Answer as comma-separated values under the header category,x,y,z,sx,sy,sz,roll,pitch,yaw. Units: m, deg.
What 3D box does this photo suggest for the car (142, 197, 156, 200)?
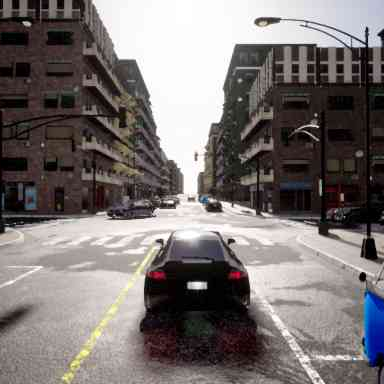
category,x,y,z,sx,sy,sz,roll,pitch,yaw
car,-5.741,1.539,39.843,1.752,1.417,4.829,1,0,0

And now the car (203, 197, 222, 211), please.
category,x,y,z,sx,sy,sz,roll,pitch,yaw
car,2.638,1.580,40.027,1.947,1.339,4.313,1,0,0

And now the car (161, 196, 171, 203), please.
category,x,y,z,sx,sy,sz,roll,pitch,yaw
car,-5.797,1.575,73.869,1.887,1.381,4.507,1,0,0

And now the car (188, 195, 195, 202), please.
category,x,y,z,sx,sy,sz,roll,pitch,yaw
car,-0.131,1.559,80.557,2.128,1.511,4.902,0,0,0

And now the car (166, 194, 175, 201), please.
category,x,y,z,sx,sy,sz,roll,pitch,yaw
car,-5.823,1.480,90.797,1.967,1.590,4.097,1,0,0

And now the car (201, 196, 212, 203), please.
category,x,y,z,sx,sy,sz,roll,pitch,yaw
car,2.629,1.567,45.669,2.008,1.369,4.403,1,0,0

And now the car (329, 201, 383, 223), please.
category,x,y,z,sx,sy,sz,roll,pitch,yaw
car,13.492,1.473,25.640,4.553,1.767,2.097,0,-1,1

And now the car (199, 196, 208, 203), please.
category,x,y,z,sx,sy,sz,roll,pitch,yaw
car,2.582,1.612,73.882,1.802,1.307,4.206,1,0,0

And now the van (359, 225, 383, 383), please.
category,x,y,z,sx,sy,sz,roll,pitch,yaw
van,2.670,1.342,2.080,1.690,1.788,3.998,1,0,0

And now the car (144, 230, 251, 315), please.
category,x,y,z,sx,sy,sz,roll,pitch,yaw
car,0.088,1.566,7.683,1.994,1.385,4.181,0,0,0

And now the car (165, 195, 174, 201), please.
category,x,y,z,sx,sy,sz,roll,pitch,yaw
car,-5.816,1.587,85.154,2.008,1.369,4.403,1,0,0

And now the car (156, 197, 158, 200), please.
category,x,y,z,sx,sy,sz,roll,pitch,yaw
car,-5.759,1.459,51.298,1.967,1.590,4.097,1,0,0

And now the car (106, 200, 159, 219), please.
category,x,y,z,sx,sy,sz,roll,pitch,yaw
car,-5.293,1.613,29.305,1.895,1.301,4.718,0,0,29

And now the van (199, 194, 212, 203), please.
category,x,y,z,sx,sy,sz,roll,pitch,yaw
van,2.614,1.362,56.954,1.690,1.788,3.998,1,0,0

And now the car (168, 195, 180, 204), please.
category,x,y,z,sx,sy,sz,roll,pitch,yaw
car,-3.171,1.500,59.967,1.882,1.535,5.008,0,0,0

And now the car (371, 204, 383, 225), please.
category,x,y,z,sx,sy,sz,roll,pitch,yaw
car,13.506,1.583,19.848,4.313,1.339,1.947,0,-1,1

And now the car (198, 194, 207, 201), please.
category,x,y,z,sx,sy,sz,roll,pitch,yaw
car,2.568,1.352,85.167,2.192,1.841,5.009,1,0,0

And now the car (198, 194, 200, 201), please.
category,x,y,z,sx,sy,sz,roll,pitch,yaw
car,2.592,1.552,68.409,1.752,1.417,4.829,1,0,0

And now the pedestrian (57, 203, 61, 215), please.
category,x,y,z,sx,sy,sz,roll,pitch,yaw
pedestrian,-12.590,1.597,31.437,0.500,1.100,0.500,0,-1,1

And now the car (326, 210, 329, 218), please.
category,x,y,z,sx,sy,sz,roll,pitch,yaw
car,13.596,1.608,28.229,4.097,1.590,1.967,0,-1,1

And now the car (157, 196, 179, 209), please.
category,x,y,z,sx,sy,sz,roll,pitch,yaw
car,-3.172,1.579,45.371,1.994,1.385,4.181,0,0,0
